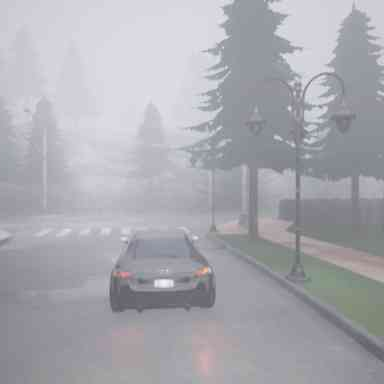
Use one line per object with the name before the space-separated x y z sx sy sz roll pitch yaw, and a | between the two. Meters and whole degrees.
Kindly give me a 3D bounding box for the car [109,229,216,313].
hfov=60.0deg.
car | -0.725 1.531 7.708 1.994 1.385 4.181 0 0 -7
